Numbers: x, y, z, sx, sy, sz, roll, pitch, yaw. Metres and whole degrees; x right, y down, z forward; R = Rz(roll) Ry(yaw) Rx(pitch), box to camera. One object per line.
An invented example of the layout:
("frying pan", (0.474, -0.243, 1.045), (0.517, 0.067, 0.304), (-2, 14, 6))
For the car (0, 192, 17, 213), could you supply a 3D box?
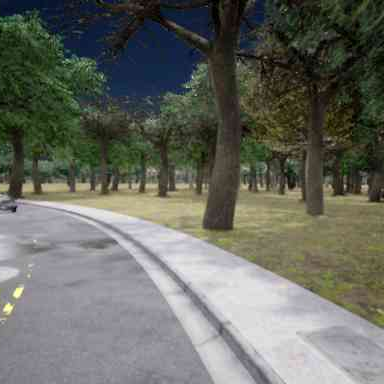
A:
("car", (-13.865, 0.710, 23.590), (1.812, 1.442, 4.674), (-1, 2, -41))
